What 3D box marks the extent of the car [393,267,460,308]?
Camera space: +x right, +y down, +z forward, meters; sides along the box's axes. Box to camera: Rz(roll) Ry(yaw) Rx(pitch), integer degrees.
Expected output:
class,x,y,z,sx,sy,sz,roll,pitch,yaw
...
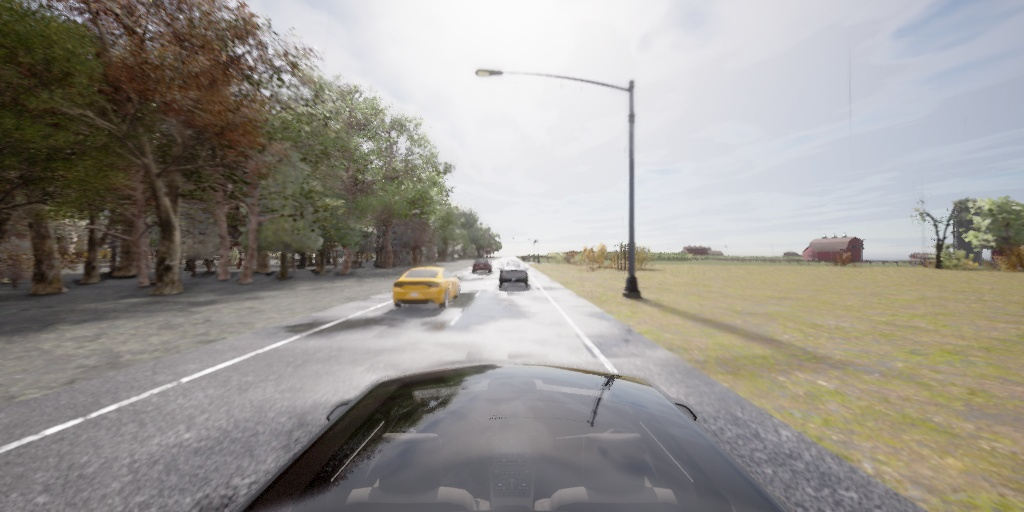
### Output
class,x,y,z,sx,sy,sz,roll,pitch,yaw
car,-3.392,1.196,14.955,1.882,1.535,5.008,0,0,0

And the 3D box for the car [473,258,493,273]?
class,x,y,z,sx,sy,sz,roll,pitch,yaw
car,-3.374,1.000,41.965,2.097,1.767,4.553,0,0,0

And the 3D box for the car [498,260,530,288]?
class,x,y,z,sx,sy,sz,roll,pitch,yaw
car,0.114,1.187,23.475,2.128,1.511,4.902,0,0,0
